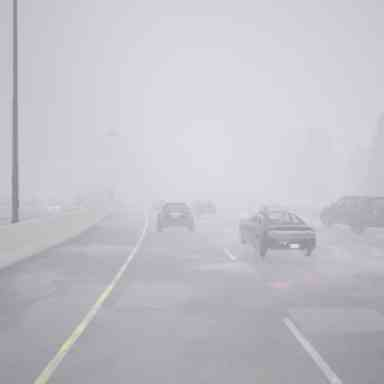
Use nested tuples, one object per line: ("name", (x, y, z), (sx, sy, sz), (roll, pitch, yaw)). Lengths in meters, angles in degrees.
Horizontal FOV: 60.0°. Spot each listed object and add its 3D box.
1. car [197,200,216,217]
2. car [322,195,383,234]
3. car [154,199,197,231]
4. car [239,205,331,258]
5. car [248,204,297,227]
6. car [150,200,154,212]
("car", (0.993, 1.491, 31.466), (2.128, 1.511, 4.902), (0, 0, -9))
("car", (9.601, 1.207, 19.244), (2.150, 2.045, 5.566), (0, 0, -5))
("car", (-1.123, 1.355, 20.667), (2.097, 1.767, 4.553), (0, 0, -6))
("car", (3.081, 1.487, 12.866), (2.128, 1.511, 4.902), (0, 0, -3))
("car", (5.594, 1.593, 23.863), (1.895, 1.301, 4.718), (0, 0, -7))
("car", (-3.878, 1.555, 39.073), (2.033, 1.411, 5.357), (0, 0, -11))
